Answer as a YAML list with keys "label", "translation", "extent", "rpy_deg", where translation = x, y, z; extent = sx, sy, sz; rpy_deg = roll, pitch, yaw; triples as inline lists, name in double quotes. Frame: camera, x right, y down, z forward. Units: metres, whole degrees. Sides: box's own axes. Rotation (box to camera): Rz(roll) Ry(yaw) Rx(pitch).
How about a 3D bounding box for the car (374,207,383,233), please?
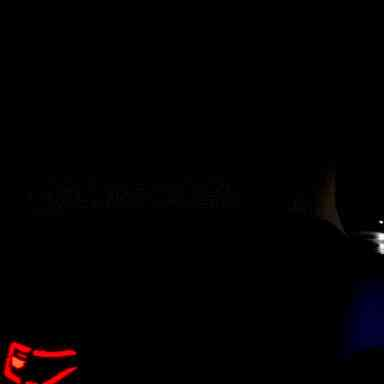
- label: "car"
  translation: [13.327, 1.618, 19.535]
  extent: [5.357, 1.411, 2.033]
  rpy_deg: [0, 0, -29]

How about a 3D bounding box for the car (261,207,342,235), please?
- label: "car"
  translation: [6.544, 1.641, 19.803]
  extent: [4.718, 1.301, 1.895]
  rpy_deg: [0, 0, -29]

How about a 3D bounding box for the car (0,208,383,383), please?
- label: "car"
  translation: [0.689, 1.225, 4.022]
  extent: [5.566, 2.045, 2.150]
  rpy_deg: [0, 0, -33]
